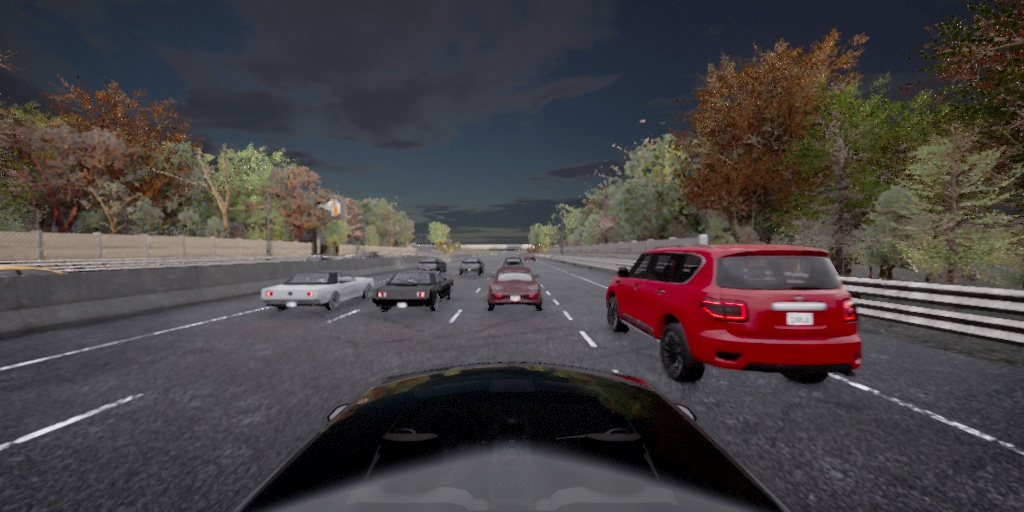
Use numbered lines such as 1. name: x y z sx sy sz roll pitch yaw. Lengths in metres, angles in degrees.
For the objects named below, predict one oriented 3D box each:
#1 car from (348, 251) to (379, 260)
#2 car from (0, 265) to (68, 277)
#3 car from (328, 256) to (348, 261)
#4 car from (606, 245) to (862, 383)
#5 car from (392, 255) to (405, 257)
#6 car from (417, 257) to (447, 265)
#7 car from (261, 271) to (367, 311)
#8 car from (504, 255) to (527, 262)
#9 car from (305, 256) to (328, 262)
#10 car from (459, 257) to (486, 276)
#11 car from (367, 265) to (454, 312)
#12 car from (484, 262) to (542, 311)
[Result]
1. car: -21.068 0.329 51.920 2.150 2.045 5.566 0 1 0
2. car: -17.599 1.090 12.001 1.882 1.535 5.008 0 1 0
3. car: -24.556 0.697 52.826 1.895 1.301 4.718 0 1 0
4. car: 3.543 0.830 7.092 2.150 2.045 5.566 0 1 0
5. car: -17.555 0.571 55.231 1.837 1.490 4.892 0 1 1
6. car: -6.895 0.859 31.251 2.128 1.511 4.902 0 1 0
7. car: -6.899 1.196 13.447 1.895 1.301 4.718 0 1 0
8. car: 0.102 0.873 31.286 1.837 1.490 4.892 0 1 0
9. car: -28.055 0.672 51.857 1.994 1.385 4.181 0 1 0
10. car: -3.396 0.860 31.244 2.128 1.511 4.902 0 1 0
11. car: -3.400 1.197 13.325 1.895 1.301 4.718 0 1 0
12. car: 0.100 1.120 13.502 1.812 1.442 4.674 0 1 0
